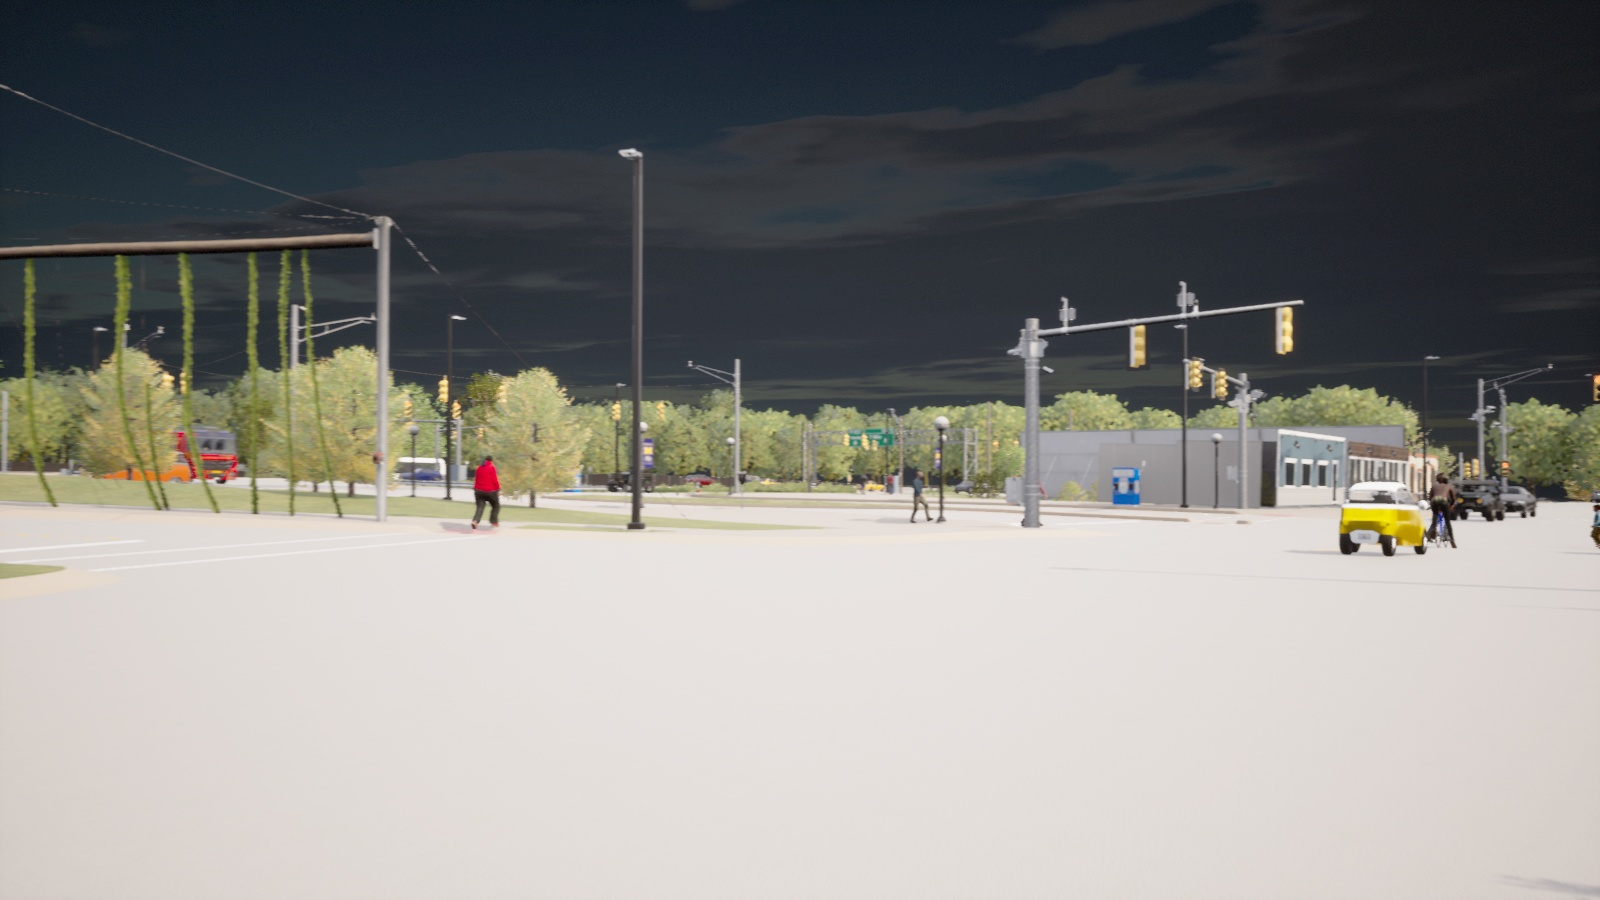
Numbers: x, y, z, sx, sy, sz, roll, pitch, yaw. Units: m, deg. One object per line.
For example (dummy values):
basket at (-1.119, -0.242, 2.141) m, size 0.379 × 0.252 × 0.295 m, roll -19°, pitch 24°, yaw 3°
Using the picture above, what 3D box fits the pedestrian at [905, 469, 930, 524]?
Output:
pedestrian at (3.974, 1.579, 42.582) m, size 0.726 × 1.842 × 0.402 m, roll 0°, pitch -1°, yaw 38°

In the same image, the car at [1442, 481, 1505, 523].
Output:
car at (31.957, 2.448, 59.546) m, size 1.905 × 1.878 × 3.866 m, roll 0°, pitch -2°, yaw 39°

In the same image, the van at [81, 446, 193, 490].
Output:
van at (-32.299, 0.910, 61.304) m, size 1.775 × 1.987 × 4.442 m, roll 0°, pitch -3°, yaw 37°

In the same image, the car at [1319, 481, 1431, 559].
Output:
car at (10.834, 1.291, 23.620) m, size 1.481 × 1.376 × 2.207 m, roll -1°, pitch -2°, yaw 37°

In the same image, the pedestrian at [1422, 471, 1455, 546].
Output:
pedestrian at (16.557, 1.504, 32.579) m, size 0.666 × 1.930 × 0.402 m, roll -1°, pitch -1°, yaw 44°

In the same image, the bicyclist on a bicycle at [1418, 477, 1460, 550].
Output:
bicyclist on a bicycle at (14.618, 1.458, 28.709) m, size 0.582 × 1.620 × 1.656 m, roll 0°, pitch -3°, yaw 36°

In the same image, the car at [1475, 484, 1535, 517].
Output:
car at (37.673, 2.658, 67.045) m, size 2.152 × 1.651 × 5.027 m, roll 0°, pitch -2°, yaw 37°

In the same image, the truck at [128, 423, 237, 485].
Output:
truck at (-41.075, 0.212, 83.442) m, size 8.468 × 3.827 × 2.891 m, roll 2°, pitch -1°, yaw 38°

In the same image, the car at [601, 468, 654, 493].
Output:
car at (-13.412, 2.371, 97.753) m, size 1.905 × 1.878 × 3.866 m, roll 0°, pitch -2°, yaw 38°

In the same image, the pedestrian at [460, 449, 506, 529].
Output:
pedestrian at (-7.410, 0.910, 29.392) m, size 0.634 × 1.844 × 0.899 m, roll 0°, pitch -1°, yaw 21°

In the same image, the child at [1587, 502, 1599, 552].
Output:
child at (19.614, 1.890, 30.853) m, size 0.448 × 1.192 × 0.343 m, roll 0°, pitch -1°, yaw 34°
